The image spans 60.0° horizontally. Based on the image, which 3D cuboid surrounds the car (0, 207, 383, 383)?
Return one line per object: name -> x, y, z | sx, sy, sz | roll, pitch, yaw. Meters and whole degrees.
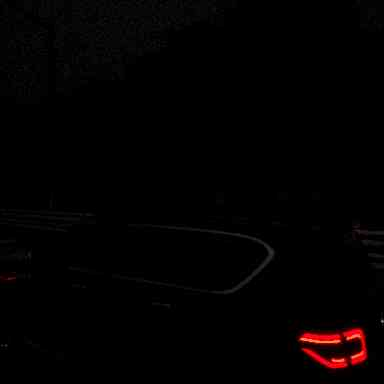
car -> -0.536, 1.224, 4.365 | 5.566, 2.045, 2.150 | 0, 0, 36
